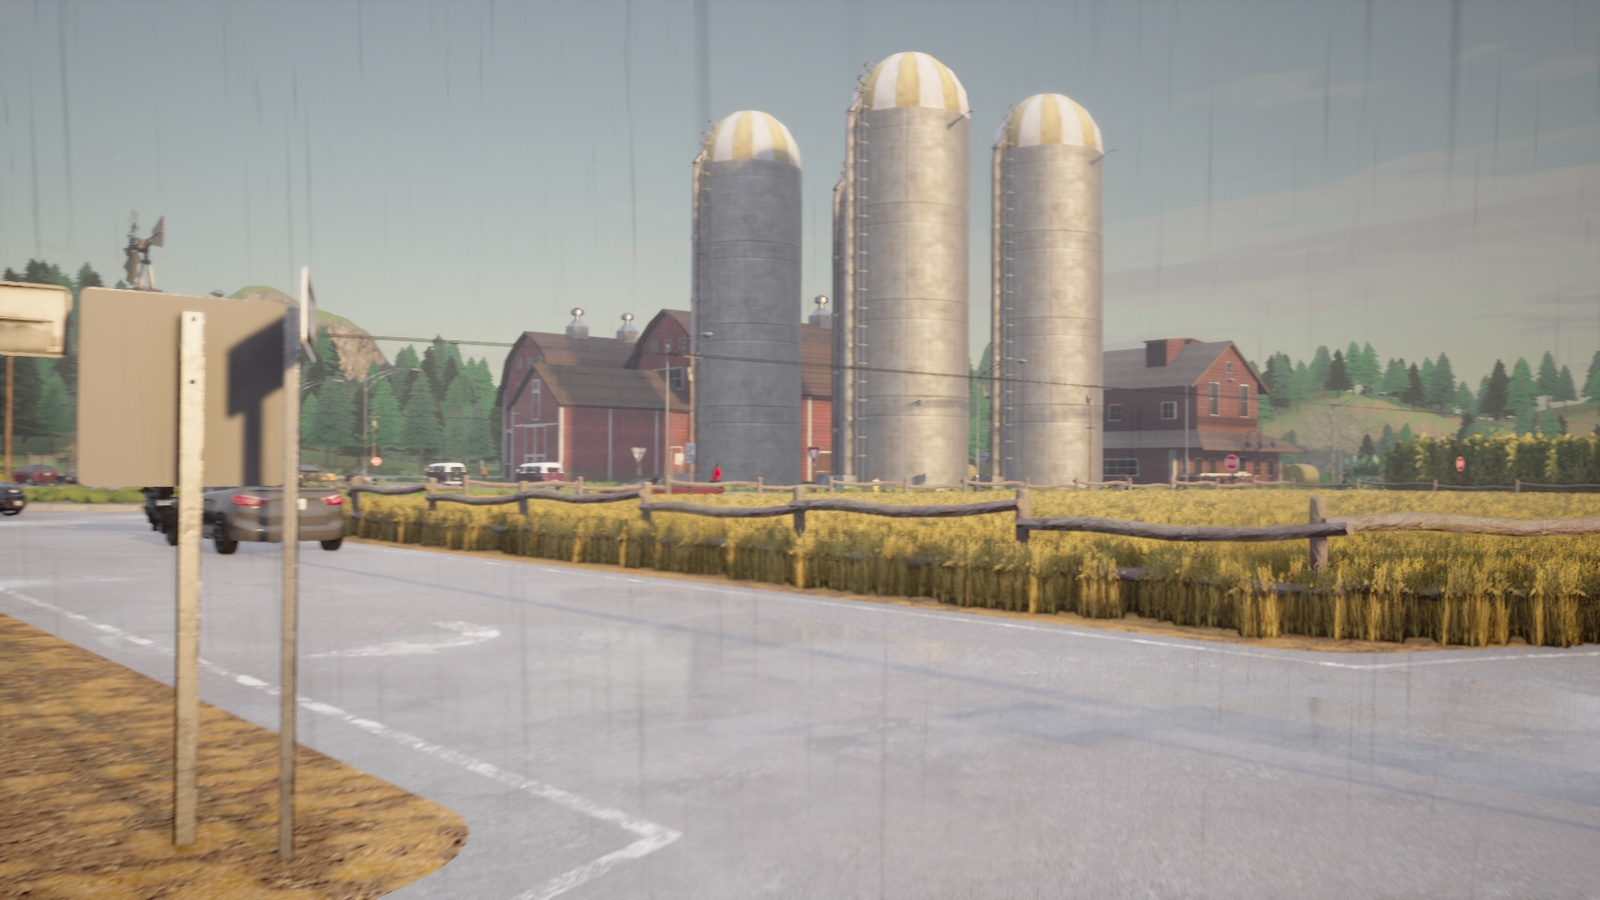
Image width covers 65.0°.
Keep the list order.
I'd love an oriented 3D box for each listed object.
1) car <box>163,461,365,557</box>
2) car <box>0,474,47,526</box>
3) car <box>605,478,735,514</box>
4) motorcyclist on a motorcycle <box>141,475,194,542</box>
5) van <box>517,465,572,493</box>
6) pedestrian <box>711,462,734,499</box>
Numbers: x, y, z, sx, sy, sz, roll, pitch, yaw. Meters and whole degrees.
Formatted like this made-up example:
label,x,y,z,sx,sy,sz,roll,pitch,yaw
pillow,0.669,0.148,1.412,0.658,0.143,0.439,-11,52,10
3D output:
label,x,y,z,sx,sy,sz,roll,pitch,yaw
car,-10.459,1.079,24.336,2.242,1.667,4.611,1,-2,-42
car,-24.740,1.456,37.305,3.633,1.501,1.845,0,-1,-1
car,-4.980,1.736,48.509,4.718,1.301,1.895,1,-1,-39
motorcyclist on a motorcycle,-15.173,1.374,30.083,0.866,1.530,2.191,1,-1,-34
van,-18.598,2.093,91.179,2.069,2.038,4.480,1,-1,-40
pedestrian,-3.869,1.527,62.689,0.899,1.844,0.634,-1,-1,34
